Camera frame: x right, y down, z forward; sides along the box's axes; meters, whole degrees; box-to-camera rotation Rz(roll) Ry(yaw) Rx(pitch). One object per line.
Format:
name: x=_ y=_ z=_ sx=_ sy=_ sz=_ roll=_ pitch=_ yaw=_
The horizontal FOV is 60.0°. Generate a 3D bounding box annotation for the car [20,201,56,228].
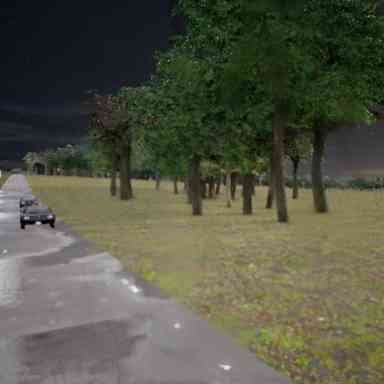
car: x=-9.866 y=1.478 z=21.155 sx=1.895 sy=1.301 sz=4.718 roll=0 pitch=1 yaw=-27

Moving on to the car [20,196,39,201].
car: x=-17.998 y=1.119 z=36.755 sx=1.895 sy=1.301 sz=4.718 roll=0 pitch=2 yaw=-27
